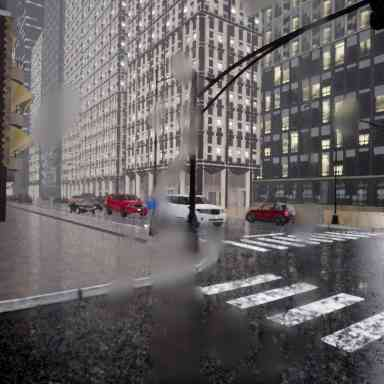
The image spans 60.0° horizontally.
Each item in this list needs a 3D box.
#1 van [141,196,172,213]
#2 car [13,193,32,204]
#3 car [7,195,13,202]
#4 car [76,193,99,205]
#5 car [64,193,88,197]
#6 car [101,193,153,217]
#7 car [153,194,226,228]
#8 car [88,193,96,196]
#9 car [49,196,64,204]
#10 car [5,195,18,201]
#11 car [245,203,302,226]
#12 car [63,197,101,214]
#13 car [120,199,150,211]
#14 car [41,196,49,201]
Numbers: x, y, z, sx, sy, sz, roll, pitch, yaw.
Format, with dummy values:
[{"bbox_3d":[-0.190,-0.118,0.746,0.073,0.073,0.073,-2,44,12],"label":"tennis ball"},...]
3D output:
[{"bbox_3d":[-4.075,1.382,37.746,1.690,1.788,3.998,1,-1,-35],"label":"van"},{"bbox_3d":[-30.538,1.155,60.518,2.192,1.841,5.009,1,-1,-35],"label":"car"},{"bbox_3d":[-37.086,1.397,69.725,1.947,1.339,4.313,1,-1,-35],"label":"car"},{"bbox_3d":[-18.557,1.249,58.845,2.150,2.045,5.566,1,-1,-35],"label":"car"},{"bbox_3d":[-18.373,1.320,53.385,2.097,1.767,4.553,1,0,-36],"label":"car"},{"bbox_3d":[-6.115,1.155,30.621,2.150,2.045,5.566,1,-1,-35],"label":"car"},{"bbox_3d":[-0.118,1.170,22.185,2.150,2.045,5.566,1,-1,-35],"label":"car"},{"bbox_3d":[-14.464,1.380,53.093,2.097,1.767,4.553,1,-1,-35],"label":"car"},{"bbox_3d":[-24.195,1.504,61.610,2.033,1.411,5.357,1,-1,-38],"label":"car"},{"bbox_3d":[-40.357,1.378,74.329,2.008,1.369,4.403,1,-1,-35],"label":"car"},{"bbox_3d":[5.740,1.505,23.932,1.967,1.590,4.097,1,-1,-35],"label":"car"},{"bbox_3d":[-10.909,1.427,32.890,2.008,1.369,4.403,1,-1,-35],"label":"car"},{"bbox_3d":[-7.351,1.584,42.348,2.008,1.369,4.403,1,-1,-35],"label":"car"},{"bbox_3d":[-36.801,1.571,83.786,1.802,1.307,4.206,1,-1,-35],"label":"car"}]
